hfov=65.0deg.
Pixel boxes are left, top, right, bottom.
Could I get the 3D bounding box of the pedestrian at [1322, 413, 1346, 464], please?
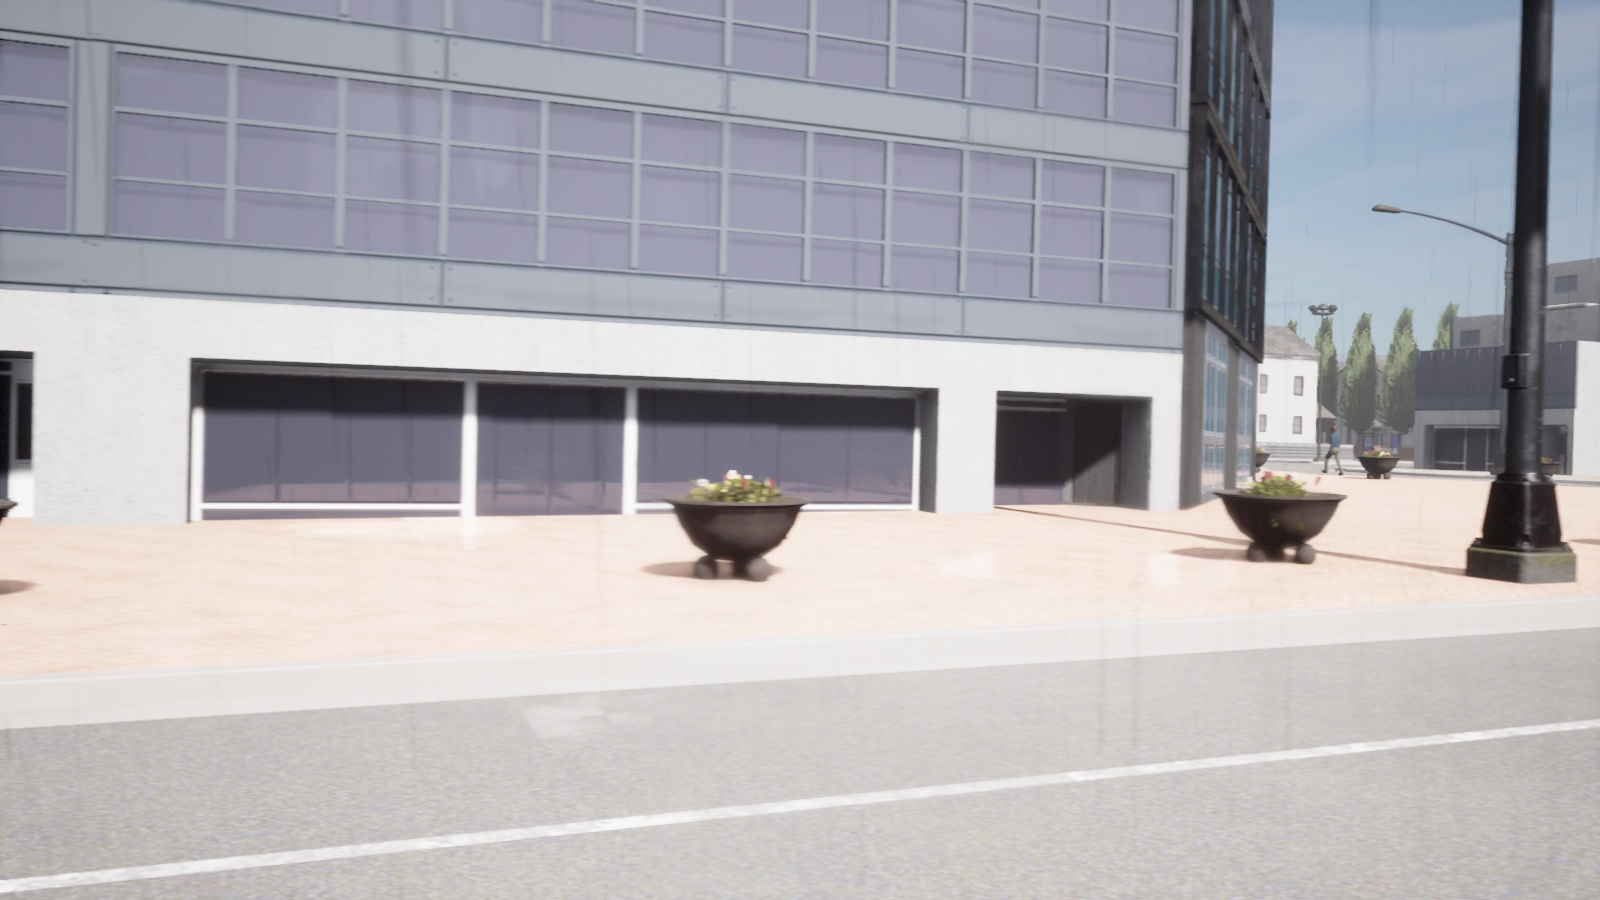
[{"bbox_3d":[19.355,-0.425,45.506,0.370,1.835,0.726,0,1,-21],"label":"pedestrian"}]
